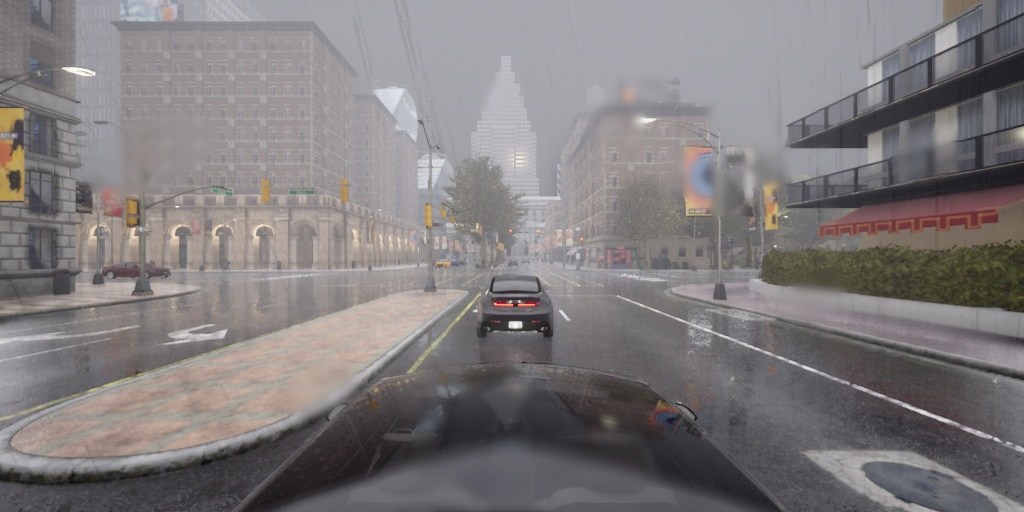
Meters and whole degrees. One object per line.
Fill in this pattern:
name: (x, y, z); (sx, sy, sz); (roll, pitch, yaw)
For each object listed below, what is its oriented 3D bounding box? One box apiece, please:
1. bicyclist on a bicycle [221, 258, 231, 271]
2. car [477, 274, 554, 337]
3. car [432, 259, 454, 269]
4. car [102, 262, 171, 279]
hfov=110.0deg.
bicyclist on a bicycle: (-37.195, 1.098, 46.690); (0.582, 1.620, 1.656); (0, 0, 0)
car: (0.097, 1.264, 10.271); (1.837, 1.490, 4.892); (0, 0, 0)
car: (-11.439, 1.289, 59.604); (1.882, 1.535, 5.008); (0, 0, 0)
car: (-33.648, 1.259, 32.233); (5.008, 1.535, 1.882); (0, 0, 0)
